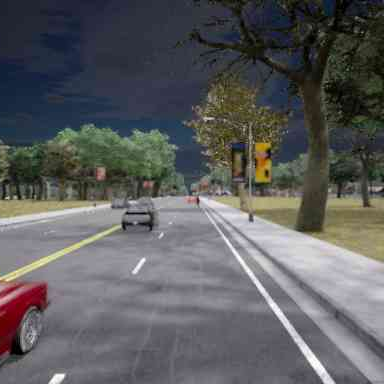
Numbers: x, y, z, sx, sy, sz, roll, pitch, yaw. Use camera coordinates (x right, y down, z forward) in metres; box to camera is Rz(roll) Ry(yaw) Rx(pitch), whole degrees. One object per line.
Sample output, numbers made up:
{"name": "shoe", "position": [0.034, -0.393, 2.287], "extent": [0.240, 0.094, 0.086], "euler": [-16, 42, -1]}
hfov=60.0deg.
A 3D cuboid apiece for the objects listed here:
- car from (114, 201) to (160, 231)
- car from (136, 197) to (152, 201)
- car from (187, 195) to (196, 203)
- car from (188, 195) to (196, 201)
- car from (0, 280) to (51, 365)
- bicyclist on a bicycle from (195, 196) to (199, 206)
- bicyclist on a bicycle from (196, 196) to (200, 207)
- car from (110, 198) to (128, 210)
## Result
{"name": "car", "position": [-3.150, 1.552, 20.964], "extent": [2.128, 1.511, 4.902], "euler": [0, 0, 0]}
{"name": "car", "position": [-6.574, 1.488, 46.239], "extent": [2.097, 1.767, 4.553], "euler": [0, 0, 0]}
{"name": "car", "position": [0.000, 1.590, 75.505], "extent": [2.097, 1.767, 4.553], "euler": [0, 0, 0]}
{"name": "car", "position": [0.001, 1.645, 87.318], "extent": [1.837, 1.490, 4.892], "euler": [0, 0, 0]}
{"name": "car", "position": [-3.149, 1.610, 3.142], "extent": [1.895, 1.301, 4.718], "euler": [0, 0, 0]}
{"name": "bicyclist on a bicycle", "position": [0.894, 1.542, 56.951], "extent": [0.659, 1.776, 1.843], "euler": [0, 0, 0]}
{"name": "bicyclist on a bicycle", "position": [0.894, 1.511, 47.853], "extent": [0.659, 1.776, 1.843], "euler": [0, 0, 0]}
{"name": "car", "position": [-9.827, 1.637, 45.577], "extent": [1.837, 1.490, 4.892], "euler": [0, 0, 0]}
